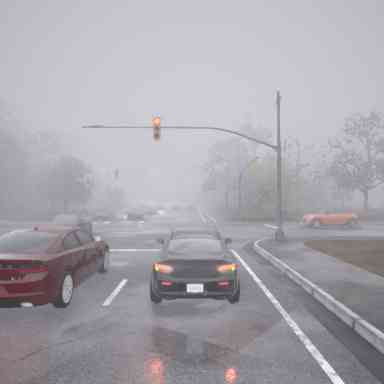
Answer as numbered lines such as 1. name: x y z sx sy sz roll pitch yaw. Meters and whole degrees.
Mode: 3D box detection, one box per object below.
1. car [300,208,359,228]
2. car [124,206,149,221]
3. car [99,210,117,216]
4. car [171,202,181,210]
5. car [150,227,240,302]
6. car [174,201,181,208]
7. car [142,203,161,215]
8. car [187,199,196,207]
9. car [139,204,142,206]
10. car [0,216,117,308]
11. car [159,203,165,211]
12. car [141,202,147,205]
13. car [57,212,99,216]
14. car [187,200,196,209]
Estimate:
1. car: 11.753 2.164 28.687 4.553 1.767 2.097 0 -3 -2
2. car: -7.034 2.877 42.399 1.882 1.535 5.008 0 -2 -3
3. car: -10.682 2.911 41.469 2.033 1.411 5.357 0 -2 0
4. car: -3.648 3.370 74.913 1.895 1.301 4.718 0 0 0
5. car: 0.064 1.606 8.286 1.812 1.442 4.674 0 -1 0
6. car: -3.774 3.228 86.907 1.812 1.442 4.674 0 0 -4
7. car: -7.197 3.267 58.760 1.882 1.535 5.008 0 0 0
8. car: -0.265 2.895 87.032 2.097 1.767 4.553 0 0 -4
9. car: -10.694 3.271 59.035 1.882 1.535 5.008 0 0 0
10. car: -3.433 1.556 8.141 1.882 1.535 5.008 0 -1 0
11. car: -7.146 3.305 74.035 2.128 1.511 4.902 0 0 0
12. car: -10.647 3.134 74.134 2.097 1.767 4.553 0 0 0
13. car: -7.126 1.937 19.402 1.812 1.442 4.674 0 -2 0
14. car: -0.154 3.305 77.298 1.994 1.385 4.181 0 0 0
